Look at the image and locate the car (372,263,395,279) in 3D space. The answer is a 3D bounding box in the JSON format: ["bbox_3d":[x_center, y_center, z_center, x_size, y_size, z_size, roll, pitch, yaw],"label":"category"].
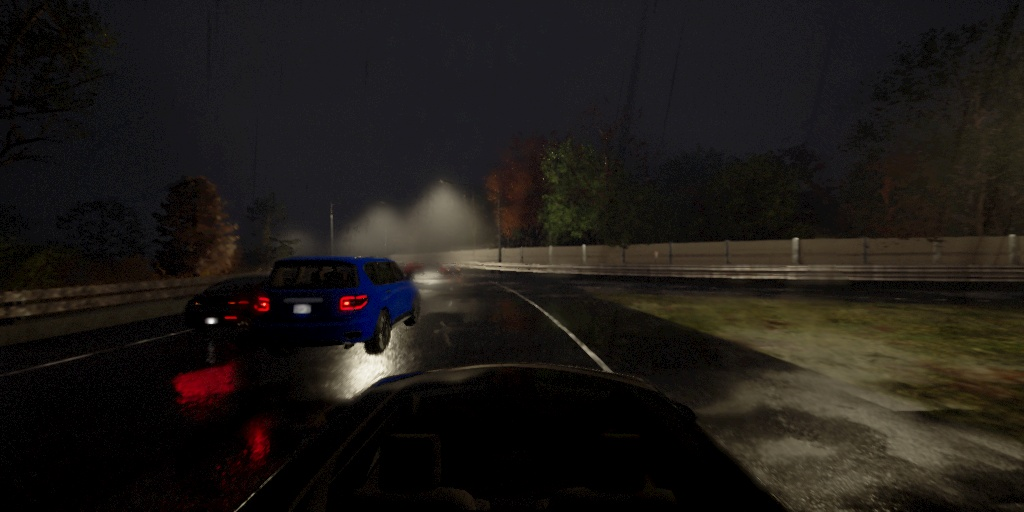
[{"bbox_3d":[-13.121,1.520,36.727,2.033,1.411,5.357,0,0,-19],"label":"car"}]

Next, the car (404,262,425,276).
[{"bbox_3d":[-11.655,1.463,42.725,1.882,1.535,5.008,0,0,-21],"label":"car"}]

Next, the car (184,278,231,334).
[{"bbox_3d":[-7.520,1.342,11.129,1.837,1.490,4.892,0,0,-5],"label":"car"}]

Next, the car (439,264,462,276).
[{"bbox_3d":[-7.076,1.547,40.573,1.895,1.301,4.718,0,0,-20],"label":"car"}]

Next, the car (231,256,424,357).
[{"bbox_3d":[-3.806,1.025,8.892,2.150,2.045,5.566,0,0,-4],"label":"car"}]
